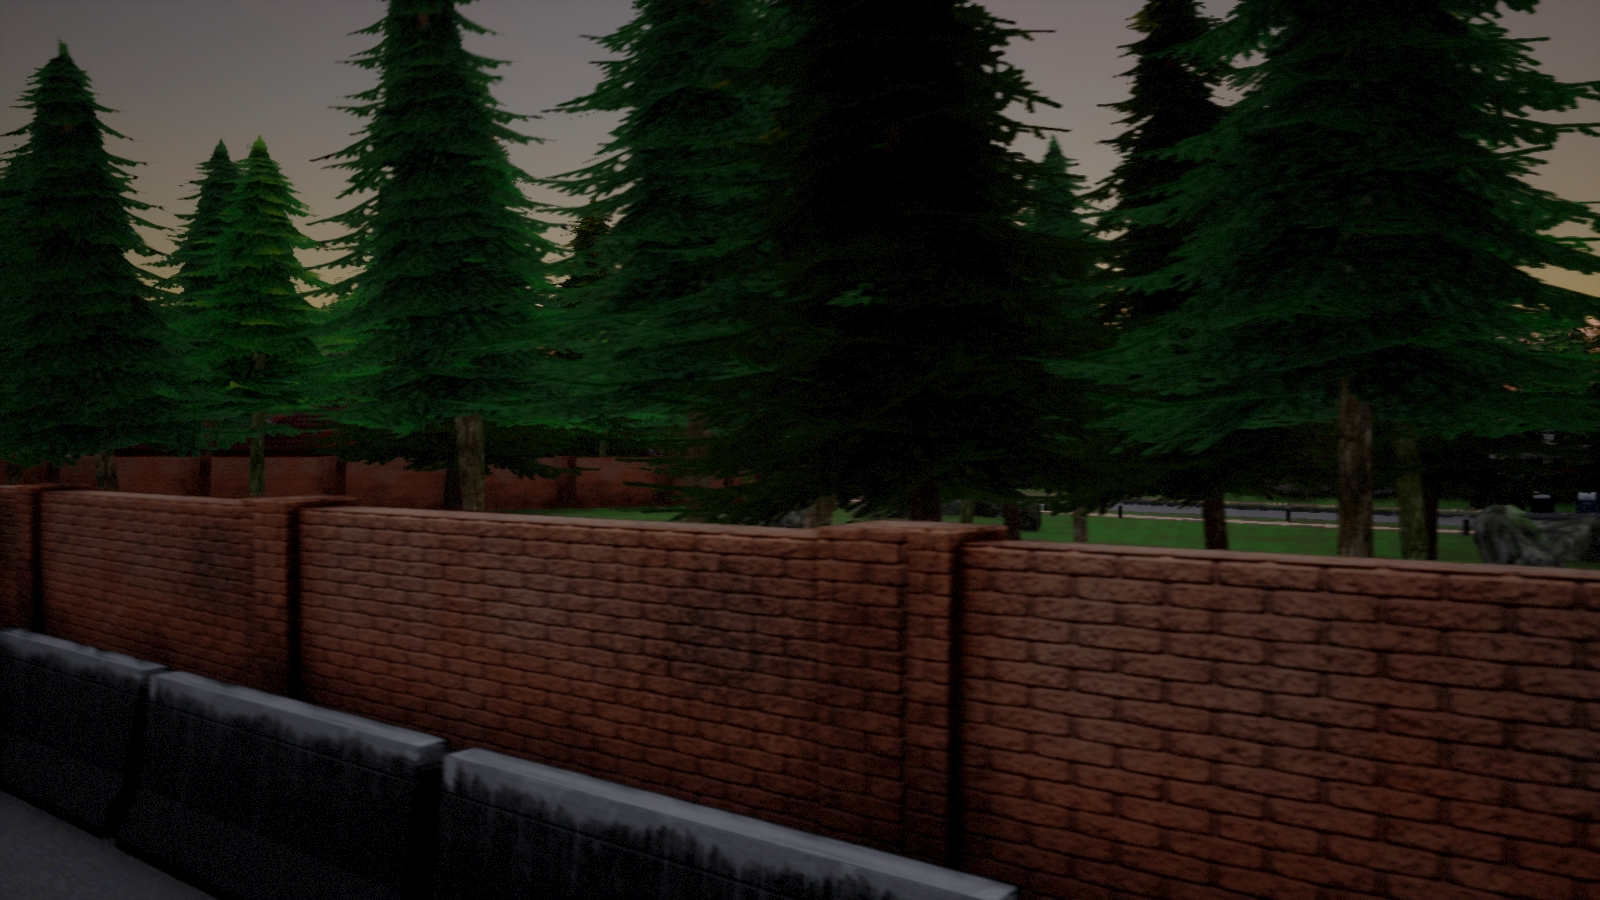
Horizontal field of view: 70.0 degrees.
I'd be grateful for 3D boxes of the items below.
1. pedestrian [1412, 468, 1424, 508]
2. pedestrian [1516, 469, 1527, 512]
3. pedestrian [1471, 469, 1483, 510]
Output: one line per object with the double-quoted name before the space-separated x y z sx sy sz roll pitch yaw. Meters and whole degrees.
"pedestrian" 29.220 1.798 54.001 0.375 1.860 0.375 0 0 -43
"pedestrian" 32.014 1.797 50.710 0.375 1.860 0.375 0 0 42
"pedestrian" 30.753 1.797 51.875 0.375 1.860 0.375 0 0 45
